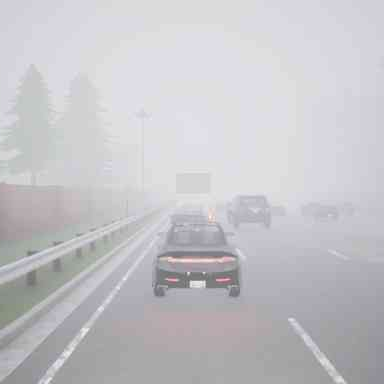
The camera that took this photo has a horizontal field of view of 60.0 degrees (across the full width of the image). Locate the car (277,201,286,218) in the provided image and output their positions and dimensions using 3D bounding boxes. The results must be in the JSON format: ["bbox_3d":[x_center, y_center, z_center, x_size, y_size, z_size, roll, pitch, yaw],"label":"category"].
[{"bbox_3d":[7.118,1.525,29.927,1.812,1.442,4.674,0,0,0],"label":"car"}]

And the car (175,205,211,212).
[{"bbox_3d":[-0.012,1.474,19.020,1.882,1.535,5.008,0,0,6],"label":"car"}]

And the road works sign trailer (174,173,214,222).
[{"bbox_3d":[0.077,0.464,22.938,2.380,3.560,2.880,0,0,0],"label":"road works sign trailer"}]

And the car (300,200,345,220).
[{"bbox_3d":[10.618,1.507,27.980,1.837,1.490,4.892,0,1,0],"label":"car"}]

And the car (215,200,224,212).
[{"bbox_3d":[3.624,1.601,37.633,1.895,1.301,4.718,0,0,0],"label":"car"}]

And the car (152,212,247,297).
[{"bbox_3d":[0.106,1.492,8.571,2.128,1.511,4.902,0,0,0],"label":"car"}]

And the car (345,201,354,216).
[{"bbox_3d":[14.121,1.490,32.806,2.128,1.511,4.902,0,0,0],"label":"car"}]

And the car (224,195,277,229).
[{"bbox_3d":[3.617,1.219,21.749,2.150,2.045,5.566,0,0,0],"label":"car"}]
